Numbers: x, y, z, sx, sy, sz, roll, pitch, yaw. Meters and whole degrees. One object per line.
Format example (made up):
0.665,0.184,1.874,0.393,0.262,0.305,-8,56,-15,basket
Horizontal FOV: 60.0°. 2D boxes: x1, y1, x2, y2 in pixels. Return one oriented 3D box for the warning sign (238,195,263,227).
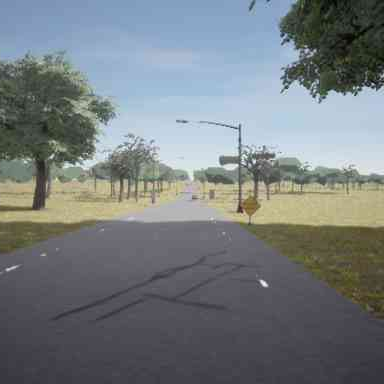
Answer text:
3.578,1.129,20.399,1.300,1.860,1.060,2,2,0,warning sign
